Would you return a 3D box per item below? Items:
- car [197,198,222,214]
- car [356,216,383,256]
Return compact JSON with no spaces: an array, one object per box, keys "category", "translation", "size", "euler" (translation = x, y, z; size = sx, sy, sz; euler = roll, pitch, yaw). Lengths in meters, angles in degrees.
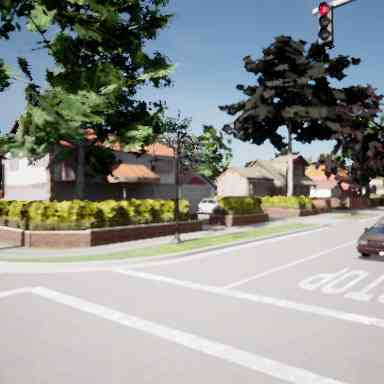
[{"category":"car","translation":[2.393,1.353,31.456],"size":[3.806,1.475,1.970],"euler":[-1,0,43]},{"category":"car","translation":[7.910,1.575,12.550],"size":[2.033,1.411,5.357],"euler":[-1,0,42]}]
